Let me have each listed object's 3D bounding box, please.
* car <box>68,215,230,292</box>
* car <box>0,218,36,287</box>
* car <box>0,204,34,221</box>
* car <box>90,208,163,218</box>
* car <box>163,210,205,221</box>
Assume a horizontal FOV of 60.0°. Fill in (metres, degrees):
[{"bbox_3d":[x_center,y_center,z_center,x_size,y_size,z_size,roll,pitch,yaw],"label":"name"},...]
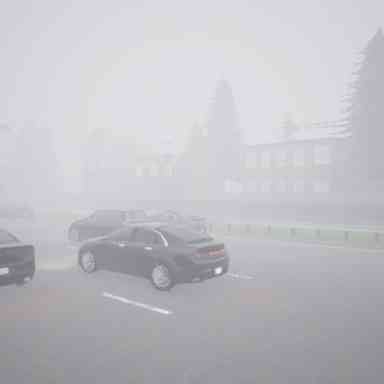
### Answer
[{"bbox_3d":[-1.286,1.630,9.415,4.892,1.490,1.837,0,-1,38],"label":"car"},{"bbox_3d":[-6.016,1.554,8.649,5.008,1.535,1.882,0,-1,38],"label":"car"},{"bbox_3d":[-15.937,1.778,29.594,4.902,1.511,2.128,0,-1,38],"label":"car"},{"bbox_3d":[-3.883,1.545,15.852,4.553,1.767,2.097,0,-1,38],"label":"car"},{"bbox_3d":[-1.456,1.739,18.394,4.902,1.511,2.128,0,-1,38],"label":"car"}]
